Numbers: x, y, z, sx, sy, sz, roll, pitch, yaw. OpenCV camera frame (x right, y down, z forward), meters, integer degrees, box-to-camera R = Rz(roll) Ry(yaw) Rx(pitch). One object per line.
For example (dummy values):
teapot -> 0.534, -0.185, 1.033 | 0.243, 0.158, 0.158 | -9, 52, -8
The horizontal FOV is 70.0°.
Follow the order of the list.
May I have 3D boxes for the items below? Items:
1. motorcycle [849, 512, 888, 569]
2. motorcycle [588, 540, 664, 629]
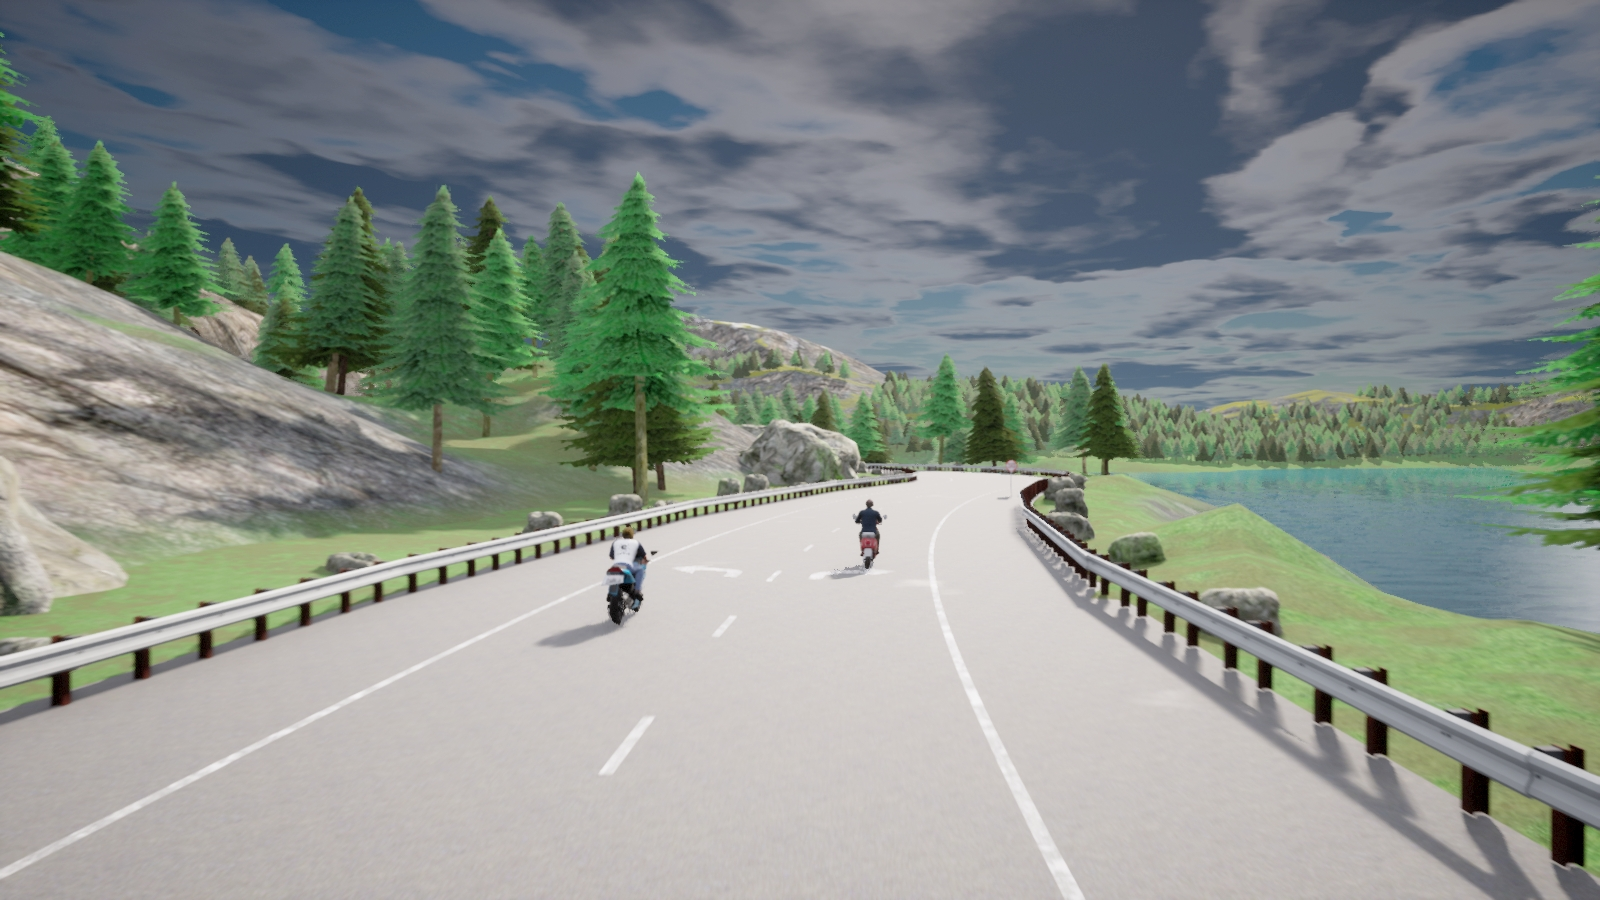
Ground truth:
motorcycle -> 1.680, 2.183, 27.737 | 0.856, 1.236, 1.805 | 0, 0, 6
motorcycle -> -2.839, 2.176, 18.855 | 0.803, 1.217, 2.033 | 0, 0, 4
